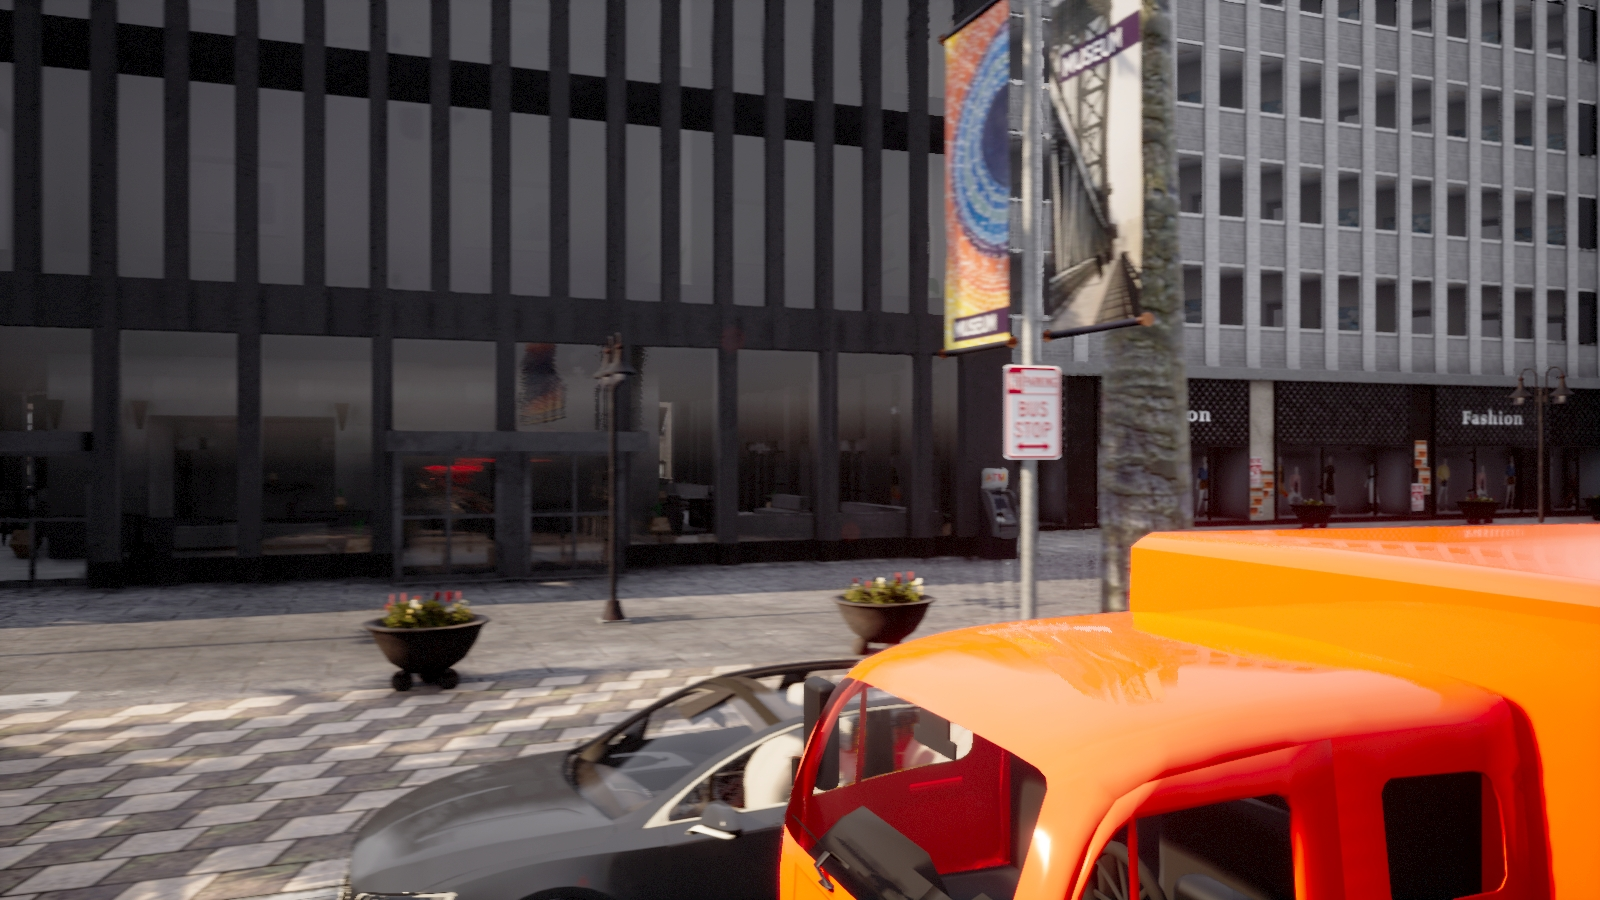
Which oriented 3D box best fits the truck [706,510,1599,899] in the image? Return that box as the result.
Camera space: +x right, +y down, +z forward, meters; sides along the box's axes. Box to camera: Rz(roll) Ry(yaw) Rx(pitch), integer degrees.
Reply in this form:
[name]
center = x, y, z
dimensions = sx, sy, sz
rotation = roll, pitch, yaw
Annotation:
[truck]
center = 2.519, 1.568, 4.248
dimensions = 5.204, 2.467, 2.627
rotation = 0, 0, -20
